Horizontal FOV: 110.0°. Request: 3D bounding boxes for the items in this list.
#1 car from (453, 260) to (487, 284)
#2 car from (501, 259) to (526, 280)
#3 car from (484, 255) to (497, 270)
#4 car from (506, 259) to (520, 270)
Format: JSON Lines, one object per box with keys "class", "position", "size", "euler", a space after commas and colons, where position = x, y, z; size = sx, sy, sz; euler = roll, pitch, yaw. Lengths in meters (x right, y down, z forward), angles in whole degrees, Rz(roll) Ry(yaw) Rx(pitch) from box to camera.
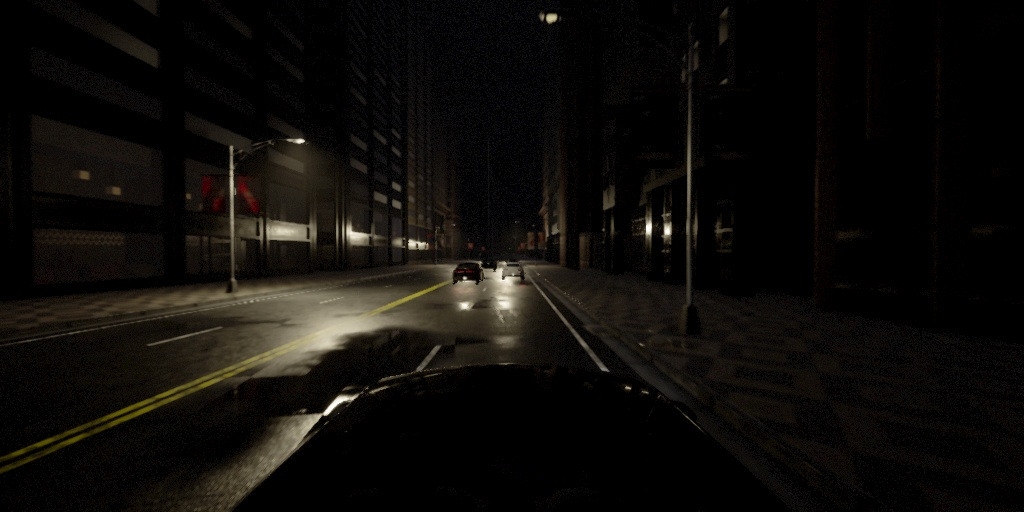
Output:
{"class": "car", "position": [-3.149, 1.238, 26.412], "size": [1.837, 1.490, 4.892], "euler": [0, -1, 0]}
{"class": "car", "position": [0.100, 1.255, 31.463], "size": [1.812, 1.442, 4.674], "euler": [0, 0, 0]}
{"class": "car", "position": [-3.150, 1.053, 50.241], "size": [2.097, 1.767, 4.553], "euler": [0, 0, 0]}
{"class": "car", "position": [0.100, 1.204, 50.745], "size": [1.837, 1.490, 4.892], "euler": [0, 0, 0]}
